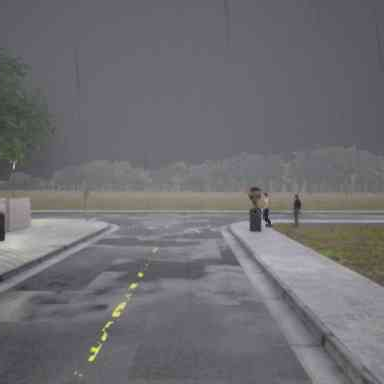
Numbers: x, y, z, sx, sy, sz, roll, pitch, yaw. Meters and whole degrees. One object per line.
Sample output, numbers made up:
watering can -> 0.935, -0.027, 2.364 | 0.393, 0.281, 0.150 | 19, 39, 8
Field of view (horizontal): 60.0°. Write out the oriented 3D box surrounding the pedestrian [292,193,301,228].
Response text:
pedestrian -> 5.597, 0.969, 17.894 | 0.375, 1.860, 0.375 | 0, 1, 0

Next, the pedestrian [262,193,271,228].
pedestrian -> 3.851, 0.935, 17.302 | 0.375, 1.860, 0.375 | 0, 1, 0

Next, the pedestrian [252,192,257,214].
pedestrian -> 3.518, 0.921, 18.504 | 0.375, 1.860, 0.375 | 0, 1, 0
